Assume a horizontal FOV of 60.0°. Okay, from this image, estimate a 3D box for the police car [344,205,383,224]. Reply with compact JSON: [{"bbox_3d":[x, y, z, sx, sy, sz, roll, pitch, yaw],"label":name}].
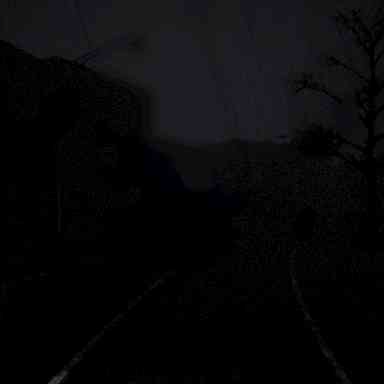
[{"bbox_3d":[16.298,2.066,31.246,5.238,1.638,1.930,1,-1,-38],"label":"police car"}]
